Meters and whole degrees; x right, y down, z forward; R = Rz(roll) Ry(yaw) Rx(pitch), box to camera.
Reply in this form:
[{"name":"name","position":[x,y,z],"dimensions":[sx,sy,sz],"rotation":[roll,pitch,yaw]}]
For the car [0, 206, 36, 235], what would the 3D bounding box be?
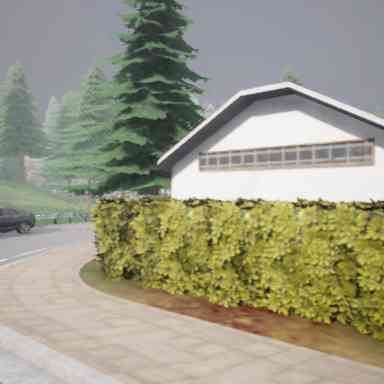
[{"name":"car","position":[-10.188,1.514,16.567],"dimensions":[1.837,1.490,4.892],"rotation":[-1,-1,23]}]
